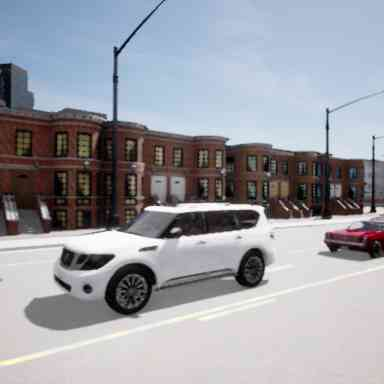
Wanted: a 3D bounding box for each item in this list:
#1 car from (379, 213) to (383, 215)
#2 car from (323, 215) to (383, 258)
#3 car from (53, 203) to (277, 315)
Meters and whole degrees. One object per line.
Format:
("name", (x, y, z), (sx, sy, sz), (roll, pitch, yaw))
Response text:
("car", (14.249, 1.951, 23.055), (4.674, 1.442, 1.812), (1, -1, -36))
("car", (7.541, 1.825, 13.899), (4.718, 1.301, 1.895), (1, -1, -36))
("car", (-0.323, 1.310, 8.117), (5.566, 2.045, 2.150), (1, -1, -36))
